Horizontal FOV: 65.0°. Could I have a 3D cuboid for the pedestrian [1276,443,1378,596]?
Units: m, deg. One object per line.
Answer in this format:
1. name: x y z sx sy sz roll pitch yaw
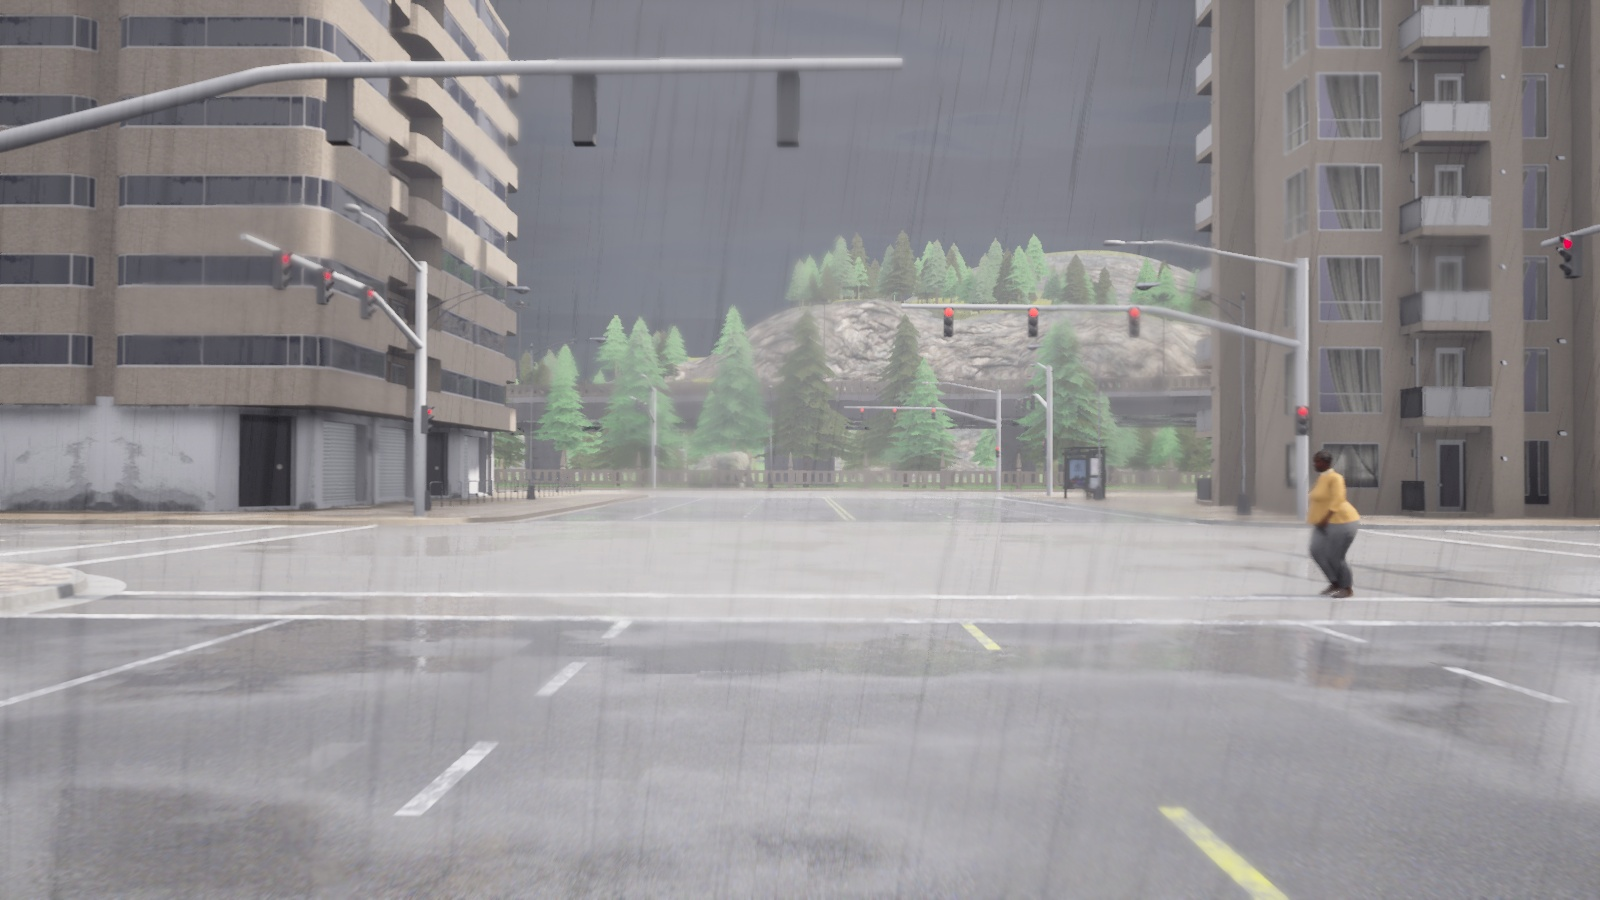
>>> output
1. pedestrian: 6.565 0.848 15.685 0.900 1.855 0.874 0 -1 2
